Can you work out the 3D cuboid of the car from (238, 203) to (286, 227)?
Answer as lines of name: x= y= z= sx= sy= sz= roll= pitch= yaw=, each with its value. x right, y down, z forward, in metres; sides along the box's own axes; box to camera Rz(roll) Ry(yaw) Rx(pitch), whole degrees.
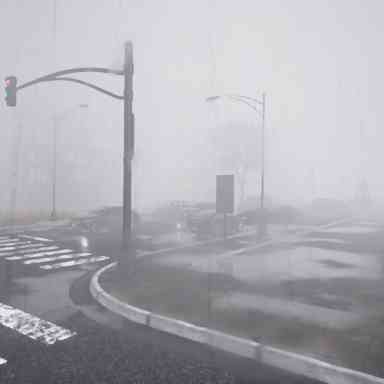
car: x=4.695 y=1.737 z=23.495 sx=1.947 sy=1.339 sz=4.313 roll=1 pitch=0 yaw=36

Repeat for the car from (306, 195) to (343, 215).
car: x=15.151 y=1.570 z=37.796 sx=2.192 sy=1.841 sz=5.009 roll=1 pitch=0 yaw=36

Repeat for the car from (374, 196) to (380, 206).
car: x=34.903 y=1.941 z=64.820 sx=1.752 sy=1.417 sz=4.829 roll=1 pitch=0 yaw=36

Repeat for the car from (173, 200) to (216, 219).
car: x=0.894 y=1.591 z=28.311 sx=1.837 sy=1.490 sz=4.892 roll=1 pitch=0 yaw=36

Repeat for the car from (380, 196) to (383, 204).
car: x=41.379 y=1.784 z=73.629 sx=2.192 sy=1.841 sz=5.009 roll=1 pitch=0 yaw=36

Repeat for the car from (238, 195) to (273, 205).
car: x=7.135 y=1.358 z=36.785 sx=2.150 sy=2.045 sz=5.566 roll=1 pitch=0 yaw=36

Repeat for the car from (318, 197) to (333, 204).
car: x=28.049 y=1.850 z=69.644 sx=1.947 sy=1.339 sz=4.313 roll=1 pitch=0 yaw=36

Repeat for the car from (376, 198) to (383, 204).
car: x=44.663 y=2.048 z=78.103 sx=2.008 sy=1.369 sz=4.403 roll=1 pitch=0 yaw=36

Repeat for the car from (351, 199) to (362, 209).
car: x=24.942 y=1.774 z=51.264 sx=1.967 sy=1.590 sz=4.097 roll=1 pitch=0 yaw=36

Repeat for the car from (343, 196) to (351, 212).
car: x=18.410 y=1.721 z=42.289 sx=1.967 sy=1.590 sz=4.097 roll=1 pitch=0 yaw=36

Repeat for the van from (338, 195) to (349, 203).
van: x=37.912 y=1.707 z=83.063 sx=1.690 sy=1.788 sz=3.998 roll=1 pitch=0 yaw=36

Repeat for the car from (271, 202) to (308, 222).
car: x=7.939 y=1.779 z=27.911 sx=1.802 sy=1.307 sz=4.206 roll=1 pitch=0 yaw=36

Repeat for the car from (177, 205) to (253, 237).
car: x=1.448 y=1.696 z=19.077 sx=2.008 sy=1.369 sz=4.403 roll=1 pitch=0 yaw=36

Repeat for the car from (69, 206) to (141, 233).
car: x=-5.108 y=1.564 z=20.147 sx=1.812 sy=1.442 sz=4.674 roll=1 pitch=0 yaw=36

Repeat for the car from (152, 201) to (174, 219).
car: x=-1.637 y=1.481 z=29.463 sx=1.967 sy=1.590 sz=4.097 roll=1 pitch=0 yaw=36

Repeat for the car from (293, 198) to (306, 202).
car: x=18.087 y=1.727 z=56.088 sx=1.752 sy=1.417 sz=4.829 roll=1 pitch=0 yaw=36
